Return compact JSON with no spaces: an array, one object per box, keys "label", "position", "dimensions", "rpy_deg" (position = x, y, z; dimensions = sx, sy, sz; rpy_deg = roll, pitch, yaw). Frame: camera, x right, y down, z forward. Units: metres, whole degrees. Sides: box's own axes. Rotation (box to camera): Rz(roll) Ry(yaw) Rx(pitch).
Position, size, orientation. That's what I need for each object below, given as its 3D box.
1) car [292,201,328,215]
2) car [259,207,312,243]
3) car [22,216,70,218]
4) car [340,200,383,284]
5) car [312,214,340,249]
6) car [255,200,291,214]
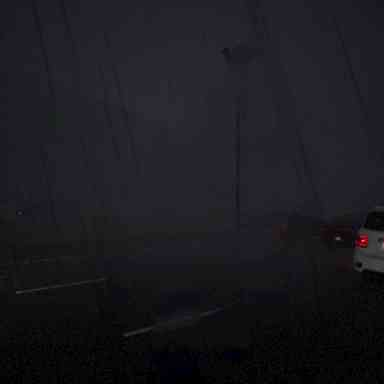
[{"label":"car","position":[14.108,1.859,39.626],"dimensions":[2.128,1.511,4.902],"rpy_deg":[0,-1,44]},{"label":"car","position":[5.357,1.677,16.934],"dimensions":[4.674,1.442,1.812],"rpy_deg":[1,0,-39]},{"label":"car","position":[-12.695,1.328,29.578],"dimensions":[5.566,2.045,2.150],"rpy_deg":[1,0,-38]},{"label":"car","position":[6.413,1.326,8.768],"dimensions":[5.566,2.045,2.150],"rpy_deg":[1,0,-39]},{"label":"car","position":[7.402,1.625,14.084],"dimensions":[5.008,1.535,1.882],"rpy_deg":[1,0,-39]},{"label":"car","position":[9.883,1.818,40.301],"dimensions":[1.882,1.535,5.008],"rpy_deg":[0,-1,44]}]
